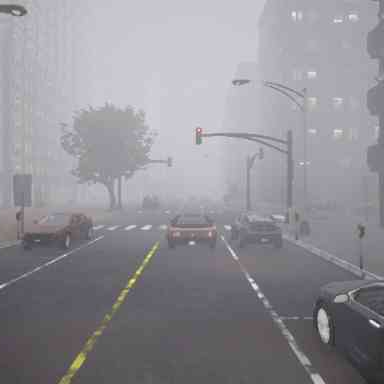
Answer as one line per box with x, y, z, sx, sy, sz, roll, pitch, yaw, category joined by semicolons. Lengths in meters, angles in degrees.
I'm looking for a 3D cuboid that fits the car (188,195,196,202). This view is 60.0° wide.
-0.001;1.562;72.907;1.895;1.301;4.718;0;0;0;car

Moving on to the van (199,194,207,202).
2.688;1.418;80.024;1.690;1.788;3.998;0;0;0;van

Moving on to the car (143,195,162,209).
-5.692;1.345;46.887;2.192;1.841;5.009;0;0;0;car

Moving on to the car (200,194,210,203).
2.689;1.624;68.978;1.947;1.339;4.313;0;0;0;car

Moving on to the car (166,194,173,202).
-5.692;1.643;80.024;1.947;1.339;4.313;0;0;0;car

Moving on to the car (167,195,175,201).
-5.693;1.650;91.070;2.008;1.369;4.403;0;0;0;car

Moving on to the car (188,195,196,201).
0.000;1.464;86.630;1.812;1.442;4.674;0;0;0;car

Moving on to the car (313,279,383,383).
2.689;1.551;3.432;2.008;1.369;4.403;0;0;0;car

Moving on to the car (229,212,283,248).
2.689;1.554;14.498;2.008;1.369;4.403;0;0;0;car

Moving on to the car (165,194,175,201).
-5.693;1.402;85.546;2.192;1.841;5.009;0;0;0;car

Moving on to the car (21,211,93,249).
-5.691;1.547;14.498;1.887;1.381;4.507;0;0;0;car

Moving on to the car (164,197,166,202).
-5.692;1.602;52.410;1.947;1.339;4.313;0;0;0;car

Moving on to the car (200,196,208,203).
2.689;1.592;74.671;1.752;1.417;4.829;0;0;0;car

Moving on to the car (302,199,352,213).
13.425;1.356;33.904;4.403;1.369;2.008;-1;1;-1;car

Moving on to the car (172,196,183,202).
-3.001;1.590;76.858;1.812;1.442;4.674;0;0;0;car

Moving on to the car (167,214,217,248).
0.000;1.620;14.680;1.895;1.301;4.718;0;0;0;car

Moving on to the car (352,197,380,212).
18.822;1.256;33.959;4.829;1.417;1.752;-1;1;-1;car

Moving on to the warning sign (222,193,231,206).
5.069;1.148;49.012;1.300;1.860;1.060;0;0;0;warning sign
